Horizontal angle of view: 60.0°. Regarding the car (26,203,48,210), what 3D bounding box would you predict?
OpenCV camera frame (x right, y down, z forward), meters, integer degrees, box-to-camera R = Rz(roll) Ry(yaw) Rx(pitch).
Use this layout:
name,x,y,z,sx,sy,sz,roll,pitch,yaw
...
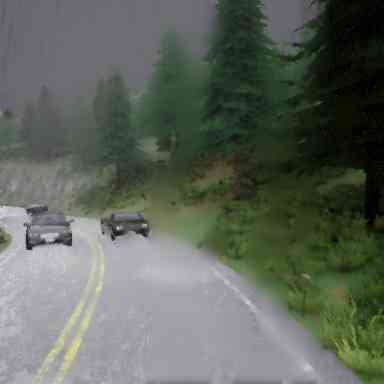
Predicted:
name,x,y,z,sx,sy,sz,roll,pitch,yaw
car,-20.164,2.239,43.248,1.882,1.535,5.008,-4,1,-38

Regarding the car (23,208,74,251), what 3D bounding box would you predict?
name,x,y,z,sx,sy,sz,roll,pitch,yaw
car,-6.713,1.728,15.688,2.128,1.511,4.902,-3,0,-24

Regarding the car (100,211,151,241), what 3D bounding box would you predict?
name,x,y,z,sx,sy,sz,roll,pitch,yaw
car,-3.677,1.679,17.573,1.895,1.301,4.718,-3,0,-23
